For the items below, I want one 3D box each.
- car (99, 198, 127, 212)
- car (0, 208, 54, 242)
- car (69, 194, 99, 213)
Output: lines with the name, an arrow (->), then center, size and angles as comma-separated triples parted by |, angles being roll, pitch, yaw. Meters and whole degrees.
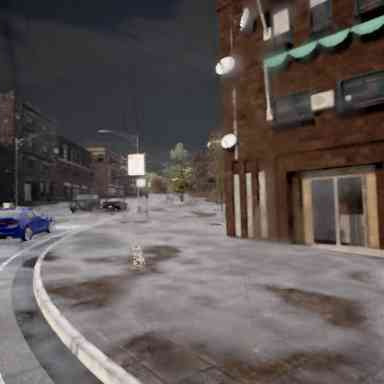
car -> -8.663, 1.393, 37.735 | 1.882, 1.535, 5.008 | -2, 1, 0
car -> -8.525, 1.521, 16.556 | 1.882, 1.535, 5.008 | -2, 0, -4
car -> -12.357, 1.234, 38.716 | 2.150, 2.045, 5.566 | -2, 1, 0
